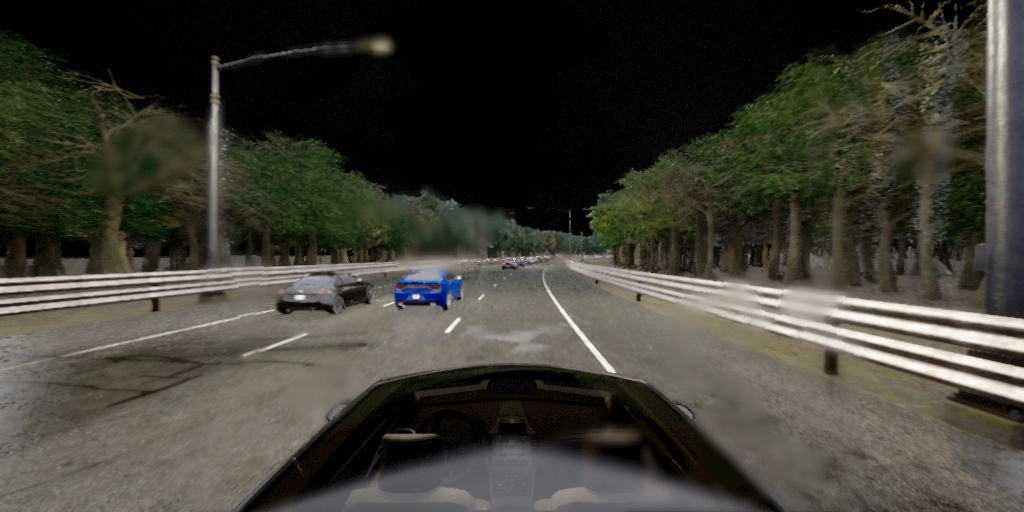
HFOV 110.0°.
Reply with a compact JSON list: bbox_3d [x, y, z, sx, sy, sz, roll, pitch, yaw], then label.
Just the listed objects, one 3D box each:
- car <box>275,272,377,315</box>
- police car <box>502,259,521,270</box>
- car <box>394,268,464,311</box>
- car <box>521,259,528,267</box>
[{"bbox_3d":[-6.741,1.296,13.483,1.994,1.385,4.181,0,0,1],"label":"car"},{"bbox_3d":[-0.287,1.277,54.191,2.038,1.542,4.974,0,0,7],"label":"police car"},{"bbox_3d":[-3.214,1.235,14.707,1.882,1.535,5.008,0,0,1],"label":"car"},{"bbox_3d":[1.225,1.298,64.943,1.812,1.442,4.674,0,0,9],"label":"car"}]
